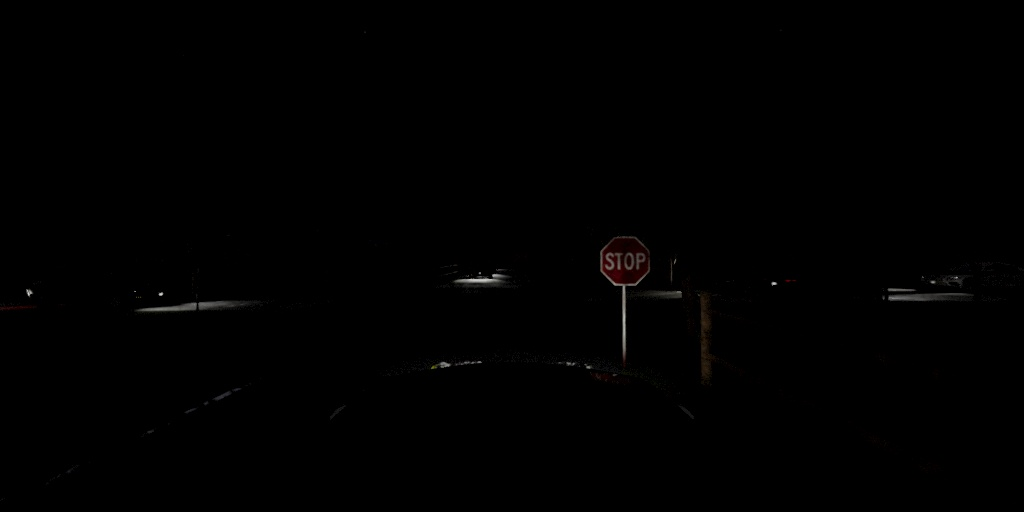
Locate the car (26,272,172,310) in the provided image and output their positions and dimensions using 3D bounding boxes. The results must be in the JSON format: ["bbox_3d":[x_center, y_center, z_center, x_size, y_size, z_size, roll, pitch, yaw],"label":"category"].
[{"bbox_3d":[-17.372,1.408,15.243,4.892,1.490,1.837,-1,-1,-1],"label":"car"}]

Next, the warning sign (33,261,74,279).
[{"bbox_3d":[-25.772,1.230,20.453,1.060,1.860,1.300,0,0,-1],"label":"warning sign"}]

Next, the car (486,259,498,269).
[{"bbox_3d":[-3.239,1.307,57.572,1.837,1.490,4.892,0,0,-2],"label":"car"}]

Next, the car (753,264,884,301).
[{"bbox_3d":[13.279,1.135,15.478,4.181,1.385,1.994,-1,-1,-1],"label":"car"}]

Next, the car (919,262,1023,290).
[{"bbox_3d":[24.113,1.053,18.581,4.674,1.442,1.812,-1,-1,-1],"label":"car"}]

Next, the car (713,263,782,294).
[{"bbox_3d":[13.051,1.116,18.480,5.008,1.535,1.882,-1,-1,-1],"label":"car"}]

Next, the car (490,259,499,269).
[{"bbox_3d":[-2.889,1.384,43.575,1.895,1.301,4.718,0,0,0],"label":"car"}]

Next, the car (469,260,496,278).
[{"bbox_3d":[-2.833,1.335,33.356,1.994,1.385,4.181,0,0,-1],"label":"car"}]
